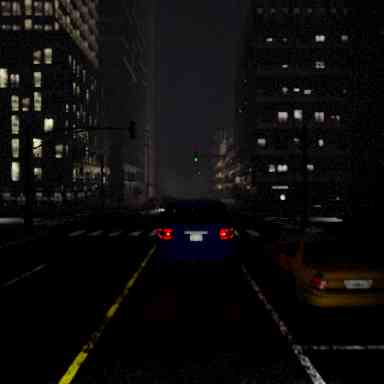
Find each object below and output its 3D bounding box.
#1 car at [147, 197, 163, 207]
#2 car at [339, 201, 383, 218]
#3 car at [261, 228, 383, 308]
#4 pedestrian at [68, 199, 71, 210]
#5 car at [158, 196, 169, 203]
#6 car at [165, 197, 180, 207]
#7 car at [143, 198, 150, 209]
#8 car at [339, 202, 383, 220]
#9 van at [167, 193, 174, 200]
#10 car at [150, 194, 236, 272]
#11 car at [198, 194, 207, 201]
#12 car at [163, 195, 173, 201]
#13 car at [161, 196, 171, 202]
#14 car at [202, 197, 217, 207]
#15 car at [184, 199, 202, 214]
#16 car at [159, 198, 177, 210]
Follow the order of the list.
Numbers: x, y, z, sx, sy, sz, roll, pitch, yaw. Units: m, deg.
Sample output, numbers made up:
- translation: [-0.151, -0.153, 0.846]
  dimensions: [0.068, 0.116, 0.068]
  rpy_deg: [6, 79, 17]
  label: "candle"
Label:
- translation: [-5.728, 1.532, 51.358]
  dimensions: [1.947, 1.339, 4.313]
  rpy_deg: [-1, 0, 0]
  label: "car"
- translation: [16.299, 1.612, 30.893]
  dimensions: [4.403, 1.369, 2.008]
  rpy_deg: [0, 1, 1]
  label: "car"
- translation: [2.803, 1.520, 7.923]
  dimensions: [1.752, 1.417, 4.829]
  rpy_deg: [-1, 0, 0]
  label: "car"
- translation: [-12.565, 1.286, 34.223]
  dimensions: [0.500, 1.100, 0.500]
  rpy_deg: [0, 0, 1]
  label: "pedestrian"
- translation: [-5.736, 1.502, 68.321]
  dimensions: [1.887, 1.381, 4.507]
  rpy_deg: [-1, 0, 0]
  label: "car"
- translation: [-3.089, 1.513, 53.204]
  dimensions: [2.033, 1.411, 5.357]
  rpy_deg: [0, 0, 0]
  label: "car"
- translation: [-5.725, 1.495, 45.534]
  dimensions: [1.752, 1.417, 4.829]
  rpy_deg: [-1, 0, 0]
  label: "car"
- translation: [14.867, 1.657, 28.328]
  dimensions: [4.181, 1.385, 1.994]
  rpy_deg: [0, 1, 1]
  label: "car"
- translation: [-5.750, 1.286, 90.940]
  dimensions: [1.690, 1.788, 3.998]
  rpy_deg: [-1, 0, 0]
  label: "van"
- translation: [0.098, 1.214, 10.888]
  dimensions: [2.150, 2.045, 5.566]
  rpy_deg: [0, 0, 0]
  label: "car"
- translation: [2.634, 1.388, 85.290]
  dimensions: [1.967, 1.590, 4.097]
  rpy_deg: [-1, 0, 0]
  label: "car"
- translation: [-5.742, 1.496, 79.631]
  dimensions: [1.887, 1.381, 4.507]
  rpy_deg: [-1, 0, 0]
  label: "car"
- translation: [-5.738, 1.536, 73.976]
  dimensions: [1.802, 1.307, 4.206]
  rpy_deg: [-1, 0, 0]
  label: "car"
- translation: [2.652, 1.518, 51.362]
  dimensions: [2.008, 1.369, 4.403]
  rpy_deg: [-1, 0, 0]
  label: "car"
- translation: [0.083, 1.501, 36.023]
  dimensions: [1.812, 1.442, 4.674]
  rpy_deg: [0, 0, 0]
  label: "car"
- translation: [-3.113, 1.535, 43.830]
  dimensions: [1.994, 1.385, 4.181]
  rpy_deg: [0, 0, 0]
  label: "car"
